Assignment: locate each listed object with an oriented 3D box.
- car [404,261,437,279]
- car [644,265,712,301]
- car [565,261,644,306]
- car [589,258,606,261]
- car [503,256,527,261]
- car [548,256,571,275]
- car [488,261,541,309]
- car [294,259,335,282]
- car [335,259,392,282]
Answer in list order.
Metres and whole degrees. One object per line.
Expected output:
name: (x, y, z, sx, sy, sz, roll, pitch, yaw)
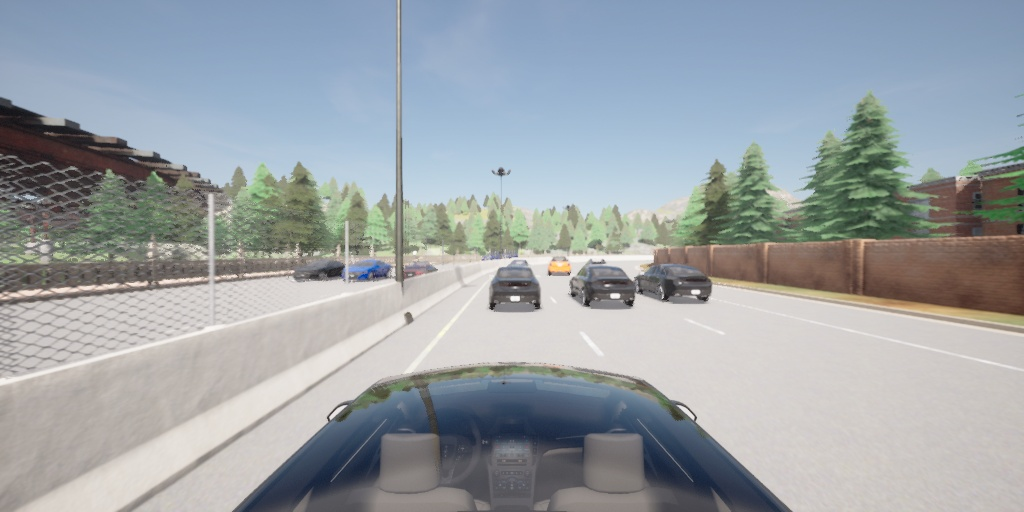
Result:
car: (-6.867, 1.088, 26.393, 1.994, 1.385, 4.181, 0, 1, 3)
car: (7.108, 1.123, 16.283, 1.837, 1.490, 4.892, 0, 1, 0)
car: (3.607, 1.134, 14.939, 1.837, 1.490, 4.892, 0, 0, 0)
car: (8.041, 0.948, 34.037, 2.128, 1.511, 4.902, 0, 1, 7)
car: (0.710, 1.020, 32.065, 2.033, 1.411, 5.357, 0, 1, 6)
car: (4.513, 0.808, 33.928, 2.097, 1.767, 4.553, 0, 1, 7)
car: (0.106, 1.140, 14.302, 1.837, 1.490, 4.892, 0, 1, 0)
car: (-13.869, 1.000, 26.419, 1.882, 1.535, 5.008, 0, 1, 3)
car: (-10.394, 1.004, 26.033, 1.882, 1.535, 5.008, 0, 1, 2)
